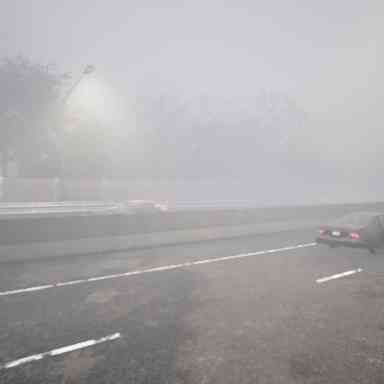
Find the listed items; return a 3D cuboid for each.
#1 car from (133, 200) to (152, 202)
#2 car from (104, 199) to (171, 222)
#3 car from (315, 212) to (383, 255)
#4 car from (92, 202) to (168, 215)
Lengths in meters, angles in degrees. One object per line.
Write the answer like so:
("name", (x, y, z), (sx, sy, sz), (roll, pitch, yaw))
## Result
("car", (-4.310, 1.451, 22.417), (4.902, 1.511, 2.128), (0, 0, -36))
("car", (-4.313, 1.427, 26.715), (5.008, 1.535, 1.882), (0, 0, -36))
("car", (7.083, 1.489, 13.098), (5.357, 1.411, 2.033), (0, 0, -36))
("car", (-3.257, 1.512, 18.866), (5.357, 1.411, 2.033), (0, 0, -36))
